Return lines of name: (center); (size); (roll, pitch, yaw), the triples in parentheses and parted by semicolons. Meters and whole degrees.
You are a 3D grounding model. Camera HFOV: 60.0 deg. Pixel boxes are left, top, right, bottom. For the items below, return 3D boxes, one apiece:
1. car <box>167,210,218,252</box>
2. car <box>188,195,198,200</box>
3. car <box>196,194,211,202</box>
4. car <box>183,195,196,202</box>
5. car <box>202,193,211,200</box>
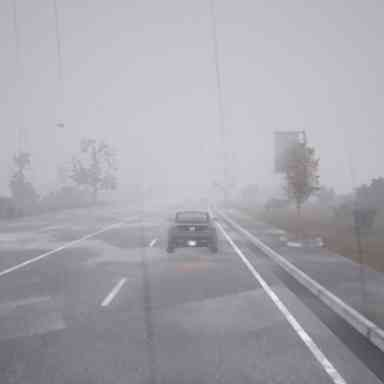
car: (0.014, 1.507, 13.847); (1.837, 1.490, 4.892); (0, 0, 0)
car: (0.317, 1.465, 87.641); (1.895, 1.301, 4.718); (0, 0, 7)
car: (2.705, 1.521, 77.424); (1.812, 1.442, 4.674); (0, 0, 6)
car: (-0.821, 1.589, 77.348); (1.895, 1.301, 4.718); (0, 0, 6)
car: (3.834, 1.242, 87.561); (2.097, 1.767, 4.553); (0, 0, 7)
